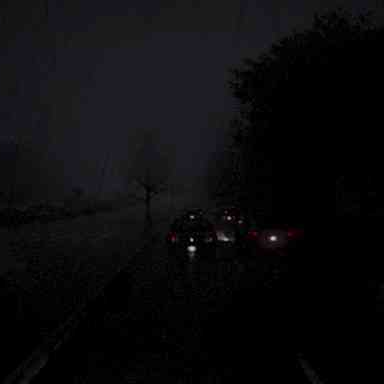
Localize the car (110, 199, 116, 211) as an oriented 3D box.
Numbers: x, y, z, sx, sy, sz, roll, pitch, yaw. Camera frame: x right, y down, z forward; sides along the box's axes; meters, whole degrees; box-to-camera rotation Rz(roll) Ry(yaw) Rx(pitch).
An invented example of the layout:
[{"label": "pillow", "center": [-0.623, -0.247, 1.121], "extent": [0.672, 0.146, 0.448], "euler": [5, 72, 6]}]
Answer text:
[{"label": "car", "center": [-13.892, 2.151, 47.819], "extent": [4.792, 1.488, 2.163], "euler": [-1, 0, -20]}]

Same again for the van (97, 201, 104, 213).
[{"label": "van", "center": [-13.765, 1.827, 41.918], "extent": [4.442, 1.987, 1.878], "euler": [0, -1, -20]}]

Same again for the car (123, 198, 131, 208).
[{"label": "car", "center": [-13.853, 2.237, 59.773], "extent": [4.674, 1.452, 2.002], "euler": [-1, 0, -20]}]

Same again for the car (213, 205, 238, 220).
[{"label": "car", "center": [3.009, 1.875, 29.305], "extent": [1.837, 1.490, 4.892], "euler": [0, -1, 0]}]

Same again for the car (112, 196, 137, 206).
[{"label": "car", "center": [-13.884, 1.956, 62.745], "extent": [5.566, 2.045, 2.435], "euler": [-1, 0, -20]}]

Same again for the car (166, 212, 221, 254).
[{"label": "car", "center": [0.004, 1.752, 14.110], "extent": [1.895, 1.301, 4.718], "euler": [0, -1, 0]}]

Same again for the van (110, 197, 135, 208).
[{"label": "van", "center": [-13.747, 1.985, 65.788], "extent": [4.442, 1.987, 1.878], "euler": [-1, 0, -20]}]

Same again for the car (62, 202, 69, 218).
[{"label": "car", "center": [-13.905, 1.900, 29.917], "extent": [4.792, 1.488, 2.163], "euler": [0, -1, -20]}]

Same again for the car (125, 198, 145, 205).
[{"label": "car", "center": [-13.837, 2.275, 80.656], "extent": [4.674, 1.452, 2.002], "euler": [-1, 0, -20]}]

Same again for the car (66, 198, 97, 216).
[{"label": "car", "center": [-13.845, 1.886, 38.890], "extent": [4.553, 1.767, 2.185], "euler": [0, -1, -20]}]

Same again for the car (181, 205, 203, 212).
[{"label": "car", "center": [0.009, 1.894, 29.391], "extent": [1.812, 1.442, 4.674], "euler": [0, -1, 0]}]

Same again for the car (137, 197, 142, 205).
[{"label": "car", "center": [-13.828, 1.965, 68.741], "extent": [5.566, 2.045, 2.435], "euler": [-1, 0, -20]}]

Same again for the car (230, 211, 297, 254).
[{"label": "car", "center": [3.008, 1.717, 14.301], "extent": [1.994, 1.385, 4.181], "euler": [0, -1, 0]}]

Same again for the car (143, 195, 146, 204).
[{"label": "car", "center": [-13.816, 2.104, 77.684], "extent": [4.553, 1.767, 2.185], "euler": [-1, 0, -20]}]

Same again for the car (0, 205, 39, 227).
[{"label": "car", "center": [-13.879, 1.817, 23.964], "extent": [4.674, 1.452, 2.002], "euler": [0, -1, -20]}]

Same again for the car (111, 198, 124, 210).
[{"label": "car", "center": [-13.691, 2.141, 50.889], "extent": [5.366, 1.575, 1.946], "euler": [-1, -1, -20]}]

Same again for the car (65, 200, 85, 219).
[{"label": "car", "center": [-13.703, 1.915, 32.979], "extent": [5.366, 1.575, 1.946], "euler": [0, -1, -20]}]

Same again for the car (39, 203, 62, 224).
[{"label": "car", "center": [-13.708, 1.817, 27.013], "extent": [5.366, 1.575, 1.946], "euler": [0, -1, -20]}]

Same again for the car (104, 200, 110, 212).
[{"label": "car", "center": [-13.862, 2.127, 44.847], "extent": [4.674, 1.452, 2.002], "euler": [-1, 0, -20]}]
